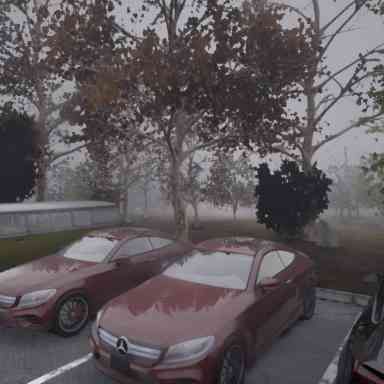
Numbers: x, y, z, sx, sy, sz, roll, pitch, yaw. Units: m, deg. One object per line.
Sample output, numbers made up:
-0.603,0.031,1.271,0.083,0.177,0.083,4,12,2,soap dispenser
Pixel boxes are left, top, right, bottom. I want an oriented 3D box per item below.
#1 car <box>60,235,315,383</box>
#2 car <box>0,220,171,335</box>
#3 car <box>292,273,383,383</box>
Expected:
0.608,1.522,5.330,2.002,1.452,4.674,0,0,36,car
-1.659,1.517,6.948,2.002,1.452,4.674,0,0,36,car
2.993,1.510,3.660,2.163,1.488,4.792,0,0,36,car
